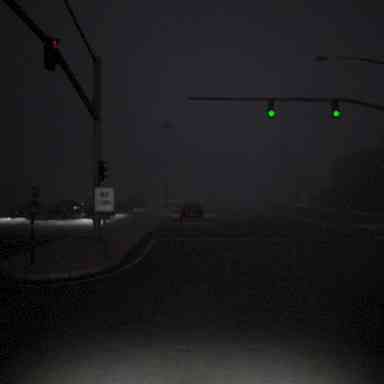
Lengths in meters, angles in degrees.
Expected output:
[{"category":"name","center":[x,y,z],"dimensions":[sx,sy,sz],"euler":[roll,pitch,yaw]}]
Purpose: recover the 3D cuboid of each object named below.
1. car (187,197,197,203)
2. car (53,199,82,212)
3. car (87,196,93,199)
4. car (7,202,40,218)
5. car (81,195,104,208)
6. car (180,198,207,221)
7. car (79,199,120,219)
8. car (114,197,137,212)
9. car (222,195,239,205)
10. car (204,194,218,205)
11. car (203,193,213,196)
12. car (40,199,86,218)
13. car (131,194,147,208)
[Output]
[{"category":"car","center":[-0.005,1.618,68.228],"dimensions":[1.895,1.301,4.718],"euler":[0,0,0]},{"category":"car","center":[-15.003,1.583,40.238],"dimensions":[1.994,1.385,4.181],"euler":[0,0,0]},{"category":"car","center":[-11.520,1.371,39.392],"dimensions":[2.097,1.767,4.553],"euler":[0,0,0]},{"category":"car","center":[-15.071,1.578,30.542],"dimensions":[1.994,1.385,4.181],"euler":[0,0,0]},{"category":"car","center":[-15.004,1.376,50.228],"dimensions":[2.097,1.767,4.553],"euler":[0,0,0]},{"category":"car","center":[-0.002,1.491,27.167],"dimensions":[1.882,1.535,5.008],"euler":[0,0,0]},{"category":"car","center":[-8.079,1.578,29.548],"dimensions":[1.994,1.385,4.181],"euler":[0,0,0]},{"category":"car","center":[-8.031,1.619,38.303],"dimensions":[1.895,1.301,4.718],"euler":[0,0,1]},{"category":"car","center":[6.996,1.380,58.165],"dimensions":[2.097,1.767,4.553],"euler":[0,0,0]},{"category":"car","center":[3.496,1.592,58.195],"dimensions":[1.994,1.385,4.181],"euler":[0,0,0]},{"category":"car","center":[3.495,1.204,68.229],"dimensions":[2.150,2.045,5.566],"euler":[0,0,0]},{"category":"car","center":[-11.573,1.492,30.355],"dimensions":[1.882,1.535,5.008],"euler":[0,0,0]},{"category":"car","center":[-8.003,1.245,48.873],"dimensions":[2.150,2.045,5.566],"euler":[0,0,0]}]
